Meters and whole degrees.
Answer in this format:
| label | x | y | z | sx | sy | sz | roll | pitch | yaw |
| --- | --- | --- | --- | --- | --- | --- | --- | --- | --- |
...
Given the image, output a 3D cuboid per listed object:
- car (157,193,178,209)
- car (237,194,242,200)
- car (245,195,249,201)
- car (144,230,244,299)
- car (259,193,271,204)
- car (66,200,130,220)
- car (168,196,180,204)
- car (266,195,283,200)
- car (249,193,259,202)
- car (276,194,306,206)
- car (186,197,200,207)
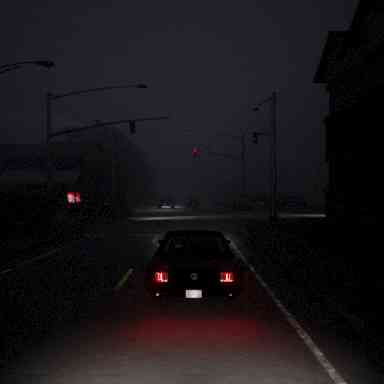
| label | x | y | z | sx | sy | sz | roll | pitch | yaw |
| --- | --- | --- | --- | --- | --- | --- | --- | --- | --- |
| car | -3.590 | 1.221 | 46.747 | 2.150 | 2.045 | 5.566 | 0 | 0 | 0 |
| car | 13.894 | 1.389 | 89.062 | 3.633 | 1.501 | 1.845 | 0 | 0 | 0 |
| car | 13.758 | 1.113 | 70.478 | 4.605 | 1.855 | 1.932 | 0 | 0 | 0 |
| car | 0.059 | 1.601 | 8.388 | 1.895 | 1.301 | 4.718 | 0 | 0 | 1 |
| car | 14.170 | 1.169 | 54.778 | 5.027 | 1.636 | 2.152 | 0 | 0 | 0 |
| car | -7.502 | 1.397 | 26.782 | 4.902 | 1.511 | 2.128 | 3 | 0 | -15 |
| car | -3.515 | 1.547 | 67.275 | 2.033 | 1.411 | 5.357 | 0 | 0 | 1 |
| car | 21.315 | 1.399 | 86.081 | 3.806 | 1.475 | 1.970 | 0 | 0 | 0 |
| car | 14.170 | 1.092 | 67.572 | 3.866 | 1.878 | 1.905 | 0 | 0 | 0 |
| car | 14.494 | 1.248 | 48.360 | 3.806 | 1.475 | 1.970 | 0 | 0 | 0 |
| car | 0.105 | 1.505 | 50.731 | 1.837 | 1.490 | 4.892 | 0 | 0 | 0 |
